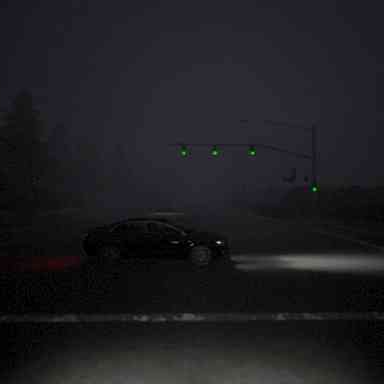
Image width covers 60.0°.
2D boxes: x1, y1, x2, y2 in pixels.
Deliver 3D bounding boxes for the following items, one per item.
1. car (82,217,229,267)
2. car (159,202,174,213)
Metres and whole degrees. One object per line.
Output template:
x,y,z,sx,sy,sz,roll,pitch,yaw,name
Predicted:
-1.207,1.624,11.367,4.902,1.511,2.128,0,-1,0,car
-3.594,2.129,46.589,1.812,1.442,4.674,0,-1,0,car
